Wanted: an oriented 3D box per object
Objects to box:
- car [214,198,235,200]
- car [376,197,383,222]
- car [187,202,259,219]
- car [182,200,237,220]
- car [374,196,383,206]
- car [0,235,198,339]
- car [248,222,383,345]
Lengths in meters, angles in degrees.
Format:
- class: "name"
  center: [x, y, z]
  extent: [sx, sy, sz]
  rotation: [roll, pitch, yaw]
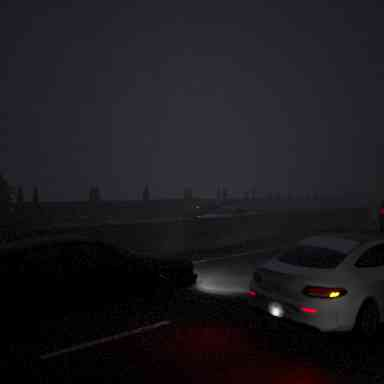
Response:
- class: "car"
  center: [2.344, 1.407, 29.216]
  extent: [4.553, 1.767, 2.097]
  rotation: [0, 0, -42]
- class: "car"
  center: [12.984, 1.240, 19.697]
  extent: [5.566, 2.045, 2.150]
  rotation: [0, 0, -42]
- class: "car"
  center: [2.189, 1.562, 19.669]
  extent: [4.674, 1.442, 1.812]
  rotation: [0, 0, -42]
- class: "car"
  center: [1.484, 1.551, 23.731]
  extent: [4.892, 1.490, 1.837]
  rotation: [0, 0, -42]
- class: "car"
  center: [33.161, 1.537, 56.865]
  extent: [5.008, 1.535, 1.882]
  rotation: [0, 0, -42]
- class: "car"
  center: [-2.470, 1.565, 6.422]
  extent: [5.357, 1.411, 2.033]
  rotation: [0, 0, -37]
- class: "car"
  center: [3.049, 1.534, 6.398]
  extent: [4.674, 1.442, 1.812]
  rotation: [0, 0, -39]
